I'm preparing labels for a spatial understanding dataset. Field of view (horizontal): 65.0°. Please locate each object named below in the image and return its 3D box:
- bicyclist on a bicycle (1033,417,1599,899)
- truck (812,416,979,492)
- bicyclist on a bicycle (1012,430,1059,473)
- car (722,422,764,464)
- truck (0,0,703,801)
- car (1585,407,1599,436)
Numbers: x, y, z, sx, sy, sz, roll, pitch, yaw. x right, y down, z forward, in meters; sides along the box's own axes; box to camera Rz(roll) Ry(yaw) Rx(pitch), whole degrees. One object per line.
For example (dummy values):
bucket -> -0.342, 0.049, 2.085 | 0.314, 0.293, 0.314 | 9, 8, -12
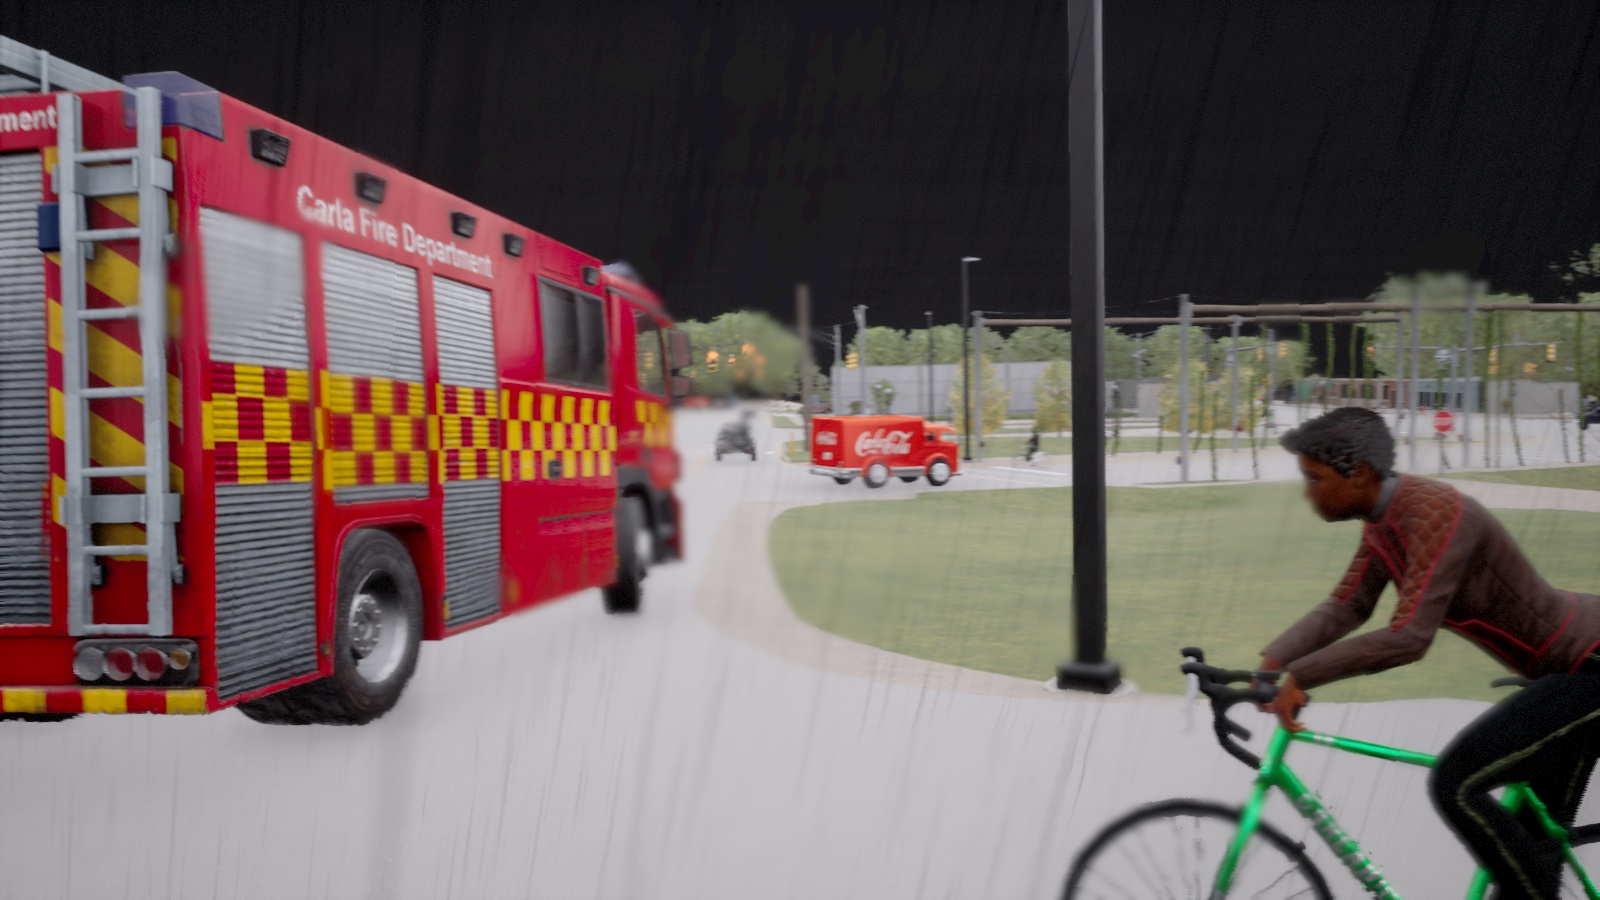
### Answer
bicyclist on a bicycle -> 1.392, 0.737, 2.907 | 1.656, 1.620, 0.582 | 0, 1, 9
truck -> 3.361, 0.084, 44.176 | 5.204, 2.467, 2.627 | -1, 3, -29
bicyclist on a bicycle -> 9.946, 0.047, 53.036 | 1.843, 1.776, 0.659 | 0, 3, -26
car -> -2.786, -0.393, 61.564 | 1.932, 1.855, 4.605 | -1, 2, -2
truck -> -3.329, -0.273, 10.149 | 2.891, 3.827, 8.468 | -1, 0, 11
car -> 53.590, -1.839, 82.152 | 1.905, 1.878, 3.866 | -1, 2, -2
